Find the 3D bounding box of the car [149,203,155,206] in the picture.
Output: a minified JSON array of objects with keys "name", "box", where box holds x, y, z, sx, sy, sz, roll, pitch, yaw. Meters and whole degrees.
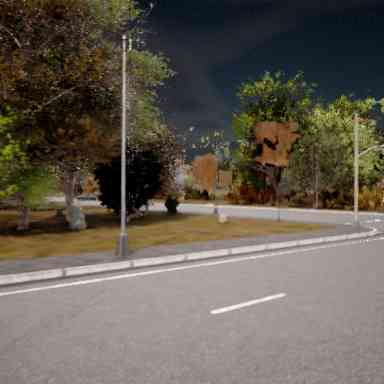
[{"name":"car","box":[-8.369,1.736,58.808,1.837,1.490,4.892,1,-1,-38]}]
